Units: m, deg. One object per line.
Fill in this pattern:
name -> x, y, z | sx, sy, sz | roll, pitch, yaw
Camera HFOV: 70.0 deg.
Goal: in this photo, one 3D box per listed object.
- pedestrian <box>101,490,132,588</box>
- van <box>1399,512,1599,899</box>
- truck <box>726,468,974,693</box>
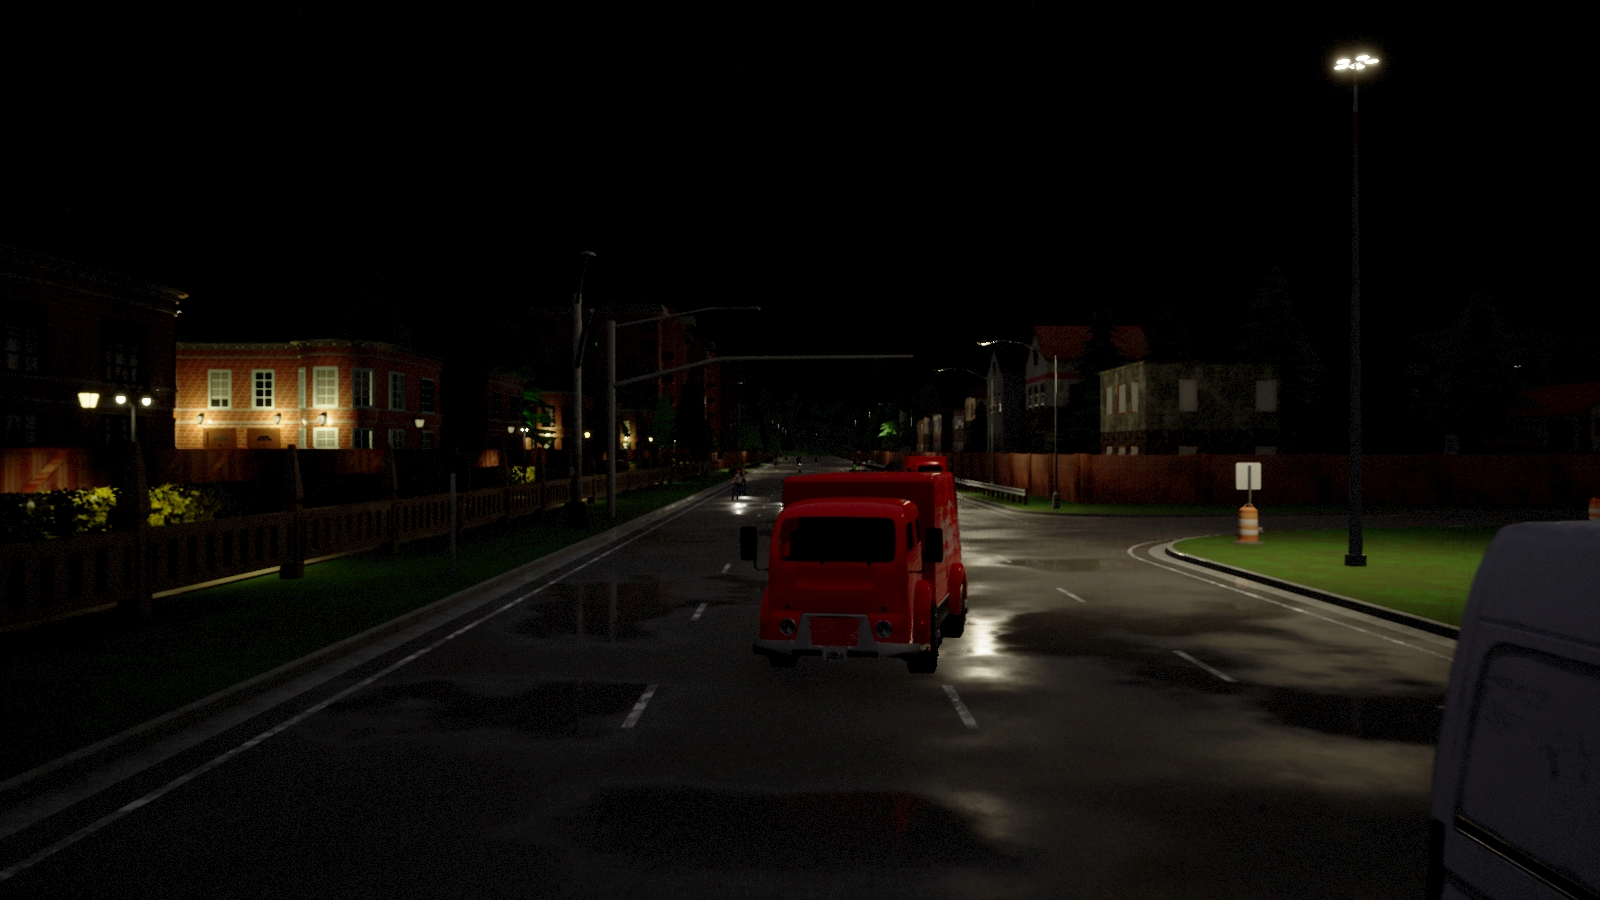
pedestrian -> -13.178, 1.706, 22.044 | 0.375, 1.860, 0.375 | 0, 0, 0
van -> 3.504, 1.536, 1.829 | 1.988, 2.561, 5.915 | 0, 0, 0
truck -> 0.956, 1.564, 16.050 | 2.627, 2.467, 5.204 | 0, 0, 12
